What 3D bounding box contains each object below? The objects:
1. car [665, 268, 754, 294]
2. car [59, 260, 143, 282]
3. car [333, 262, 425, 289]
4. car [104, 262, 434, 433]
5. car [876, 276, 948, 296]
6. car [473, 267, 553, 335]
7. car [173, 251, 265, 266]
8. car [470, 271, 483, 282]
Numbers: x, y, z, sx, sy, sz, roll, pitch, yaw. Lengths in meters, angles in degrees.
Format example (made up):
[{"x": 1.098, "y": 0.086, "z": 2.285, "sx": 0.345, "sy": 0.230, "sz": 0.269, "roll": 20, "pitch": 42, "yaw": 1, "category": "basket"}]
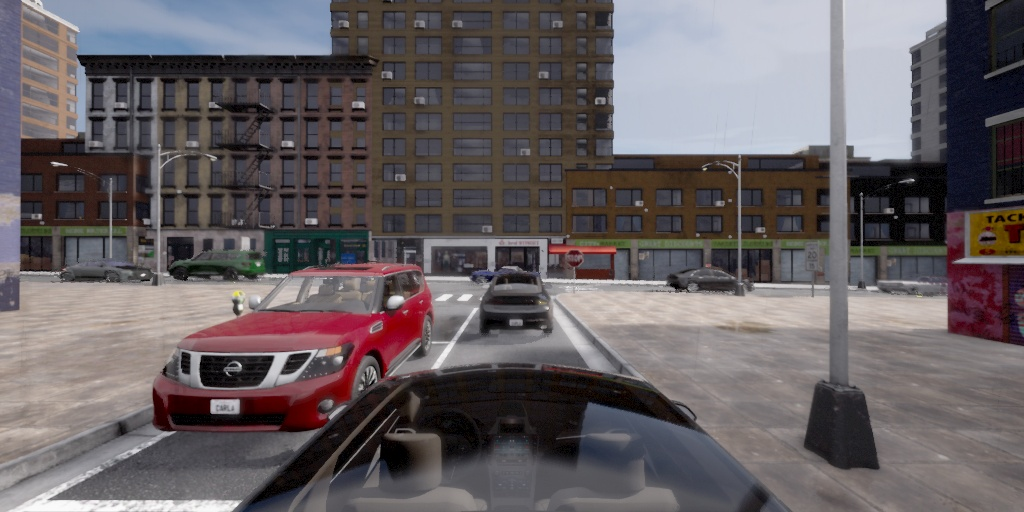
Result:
[{"x": 11.919, "y": 1.523, "z": 21.726, "sx": 4.892, "sy": 1.490, "sz": 1.837, "roll": 1, "pitch": 0, "yaw": 0, "category": "car"}, {"x": -24.243, "y": 0.942, "z": 21.615, "sx": 4.181, "sy": 1.385, "sz": 1.994, "roll": 1, "pitch": 0, "yaw": 0, "category": "car"}, {"x": -7.910, "y": 1.143, "z": 21.664, "sx": 4.892, "sy": 1.490, "sz": 1.837, "roll": 1, "pitch": 0, "yaw": 0, "category": "car"}, {"x": -2.632, "y": 1.066, "z": 5.806, "sx": 2.192, "sy": 1.841, "sz": 5.009, "roll": 0, "pitch": 0, "yaw": 0, "category": "car"}, {"x": 28.234, "y": 2.057, "z": 24.721, "sx": 4.718, "sy": 1.301, "sz": 1.895, "roll": 2, "pitch": 0, "yaw": 0, "category": "car"}, {"x": 0.146, "y": 1.258, "z": 10.576, "sx": 1.837, "sy": 1.490, "sz": 4.892, "roll": 0, "pitch": 0, "yaw": 1, "category": "car"}, {"x": -20.045, "y": 0.678, "z": 24.581, "sx": 5.566, "sy": 2.045, "sz": 2.150, "roll": 1, "pitch": 0, "yaw": 0, "category": "car"}, {"x": -0.508, "y": 1.378, "z": 24.633, "sx": 4.718, "sy": 1.301, "sz": 1.895, "roll": 1, "pitch": 0, "yaw": 0, "category": "car"}]
